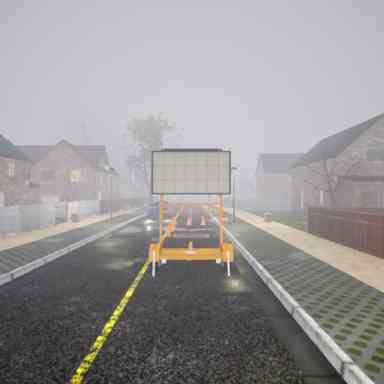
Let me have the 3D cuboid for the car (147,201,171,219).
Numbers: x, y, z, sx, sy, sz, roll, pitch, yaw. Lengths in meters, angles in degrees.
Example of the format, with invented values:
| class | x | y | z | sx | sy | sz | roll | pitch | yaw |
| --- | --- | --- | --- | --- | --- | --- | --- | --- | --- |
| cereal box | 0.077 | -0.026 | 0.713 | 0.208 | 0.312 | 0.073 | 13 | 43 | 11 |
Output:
| class | x | y | z | sx | sy | sz | roll | pitch | yaw |
| --- | --- | --- | --- | --- | --- | --- | --- | --- | --- |
| car | -2.929 | 1.556 | 30.562 | 1.882 | 1.535 | 5.008 | 0 | 0 | 0 |

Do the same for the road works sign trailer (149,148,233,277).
| class | x | y | z | sx | sy | sz | roll | pitch | yaw |
| --- | --- | --- | --- | --- | --- | --- | --- | --- | --- |
| road works sign trailer | -0.026 | 0.473 | 10.221 | 2.380 | 3.560 | 2.880 | 0 | 0 | 0 |

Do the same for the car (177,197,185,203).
| class | x | y | z | sx | sy | sz | roll | pitch | yaw |
| --- | --- | --- | --- | --- | --- | --- | --- | --- | --- |
| car | -2.973 | 2.038 | 86.262 | 1.812 | 1.442 | 4.674 | 0 | -1 | 0 |
